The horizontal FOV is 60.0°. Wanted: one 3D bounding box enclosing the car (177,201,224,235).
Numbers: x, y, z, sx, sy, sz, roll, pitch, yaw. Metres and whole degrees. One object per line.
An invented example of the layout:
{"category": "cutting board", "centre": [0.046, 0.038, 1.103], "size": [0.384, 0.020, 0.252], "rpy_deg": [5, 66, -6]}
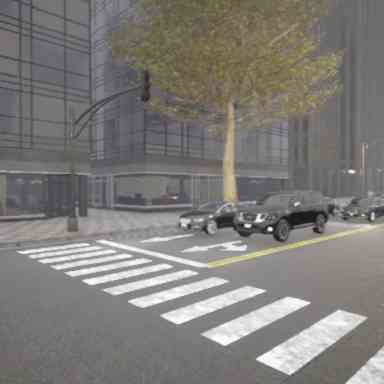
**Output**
{"category": "car", "centre": [1.410, 1.238, 17.177], "size": [4.902, 1.511, 2.128], "rpy_deg": [-1, 1, -43]}

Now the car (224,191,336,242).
{"category": "car", "centre": [4.257, 0.971, 15.384], "size": [5.566, 2.045, 2.150], "rpy_deg": [-1, 1, -43]}

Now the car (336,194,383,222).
{"category": "car", "centre": [11.645, 1.097, 22.208], "size": [4.892, 1.490, 1.837], "rpy_deg": [-1, 1, -43]}

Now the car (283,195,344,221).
{"category": "car", "centre": [8.902, 1.079, 24.100], "size": [4.902, 1.511, 2.128], "rpy_deg": [-1, 1, -43]}

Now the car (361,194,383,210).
{"category": "car", "centre": [18.673, 0.937, 33.106], "size": [4.181, 1.385, 1.994], "rpy_deg": [-2, 1, -42]}
